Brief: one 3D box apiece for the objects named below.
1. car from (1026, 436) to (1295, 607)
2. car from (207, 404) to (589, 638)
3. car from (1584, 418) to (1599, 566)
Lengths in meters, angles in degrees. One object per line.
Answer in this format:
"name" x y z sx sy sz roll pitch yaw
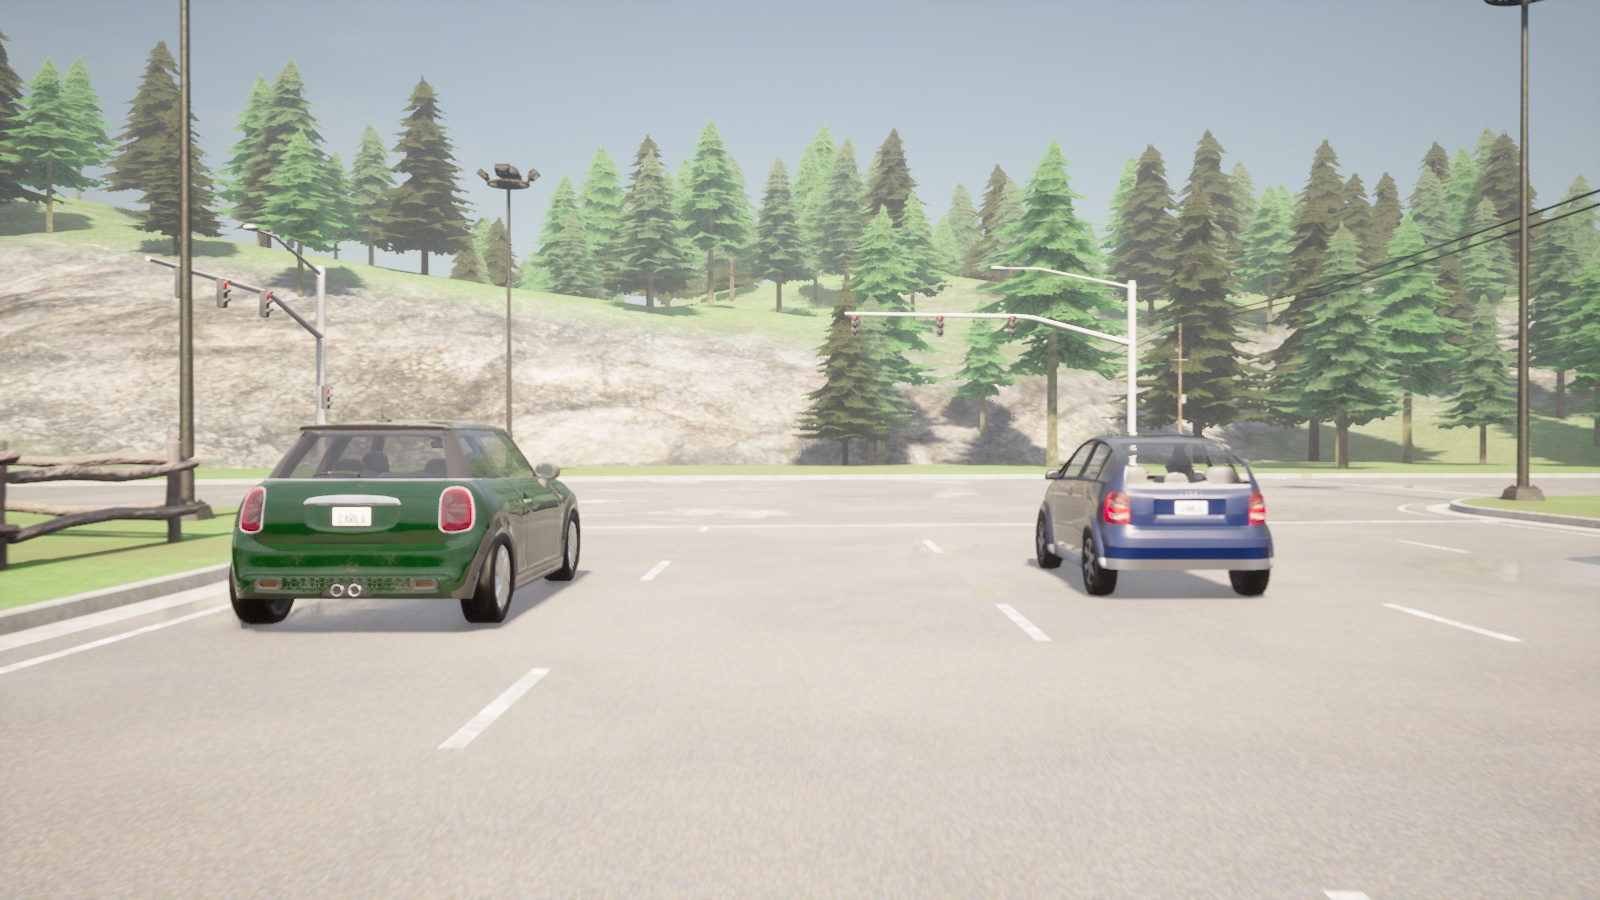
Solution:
"car" 3.589 0.630 13.203 1.789 1.549 3.705 0 0 0
"car" -3.418 0.516 11.768 2.097 1.767 4.553 0 0 0
"car" 10.589 0.517 13.005 2.097 1.767 4.553 0 0 0
